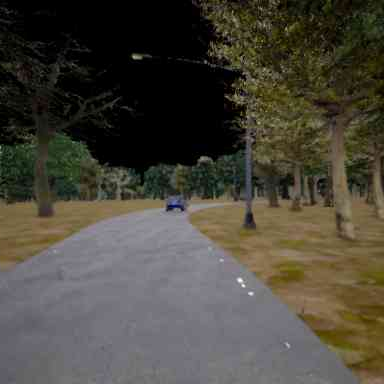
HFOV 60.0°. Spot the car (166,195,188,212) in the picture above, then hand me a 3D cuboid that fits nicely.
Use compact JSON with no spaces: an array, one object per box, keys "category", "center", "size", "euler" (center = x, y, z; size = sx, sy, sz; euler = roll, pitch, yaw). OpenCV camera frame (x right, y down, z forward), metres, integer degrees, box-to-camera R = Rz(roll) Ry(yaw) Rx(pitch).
[{"category":"car","center":[-1.833,1.405,41.495],"size":[2.150,2.045,5.566],"euler":[-1,-1,6]}]

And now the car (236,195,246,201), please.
[{"category":"car","center":[11.774,1.377,76.685],"size":[1.837,1.490,4.892],"euler":[-1,-1,35]}]
